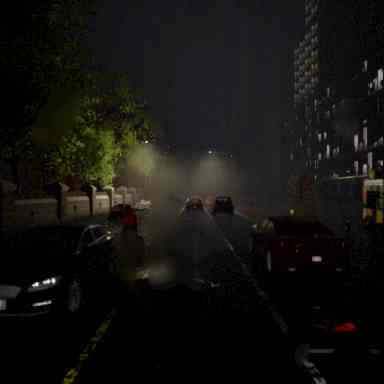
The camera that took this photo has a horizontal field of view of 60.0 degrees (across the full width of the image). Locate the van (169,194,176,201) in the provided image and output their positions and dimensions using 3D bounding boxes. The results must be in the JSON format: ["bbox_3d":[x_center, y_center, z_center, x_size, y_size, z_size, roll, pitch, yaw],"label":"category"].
[{"bbox_3d":[-5.130,1.426,88.790,1.690,1.788,3.998,0,0,0],"label":"van"}]

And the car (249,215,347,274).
[{"bbox_3d":[3.065,1.481,10.597,1.882,1.535,5.008,0,0,0],"label":"car"}]

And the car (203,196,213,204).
[{"bbox_3d":[3.107,1.588,66.207,1.887,1.381,4.507,0,0,0],"label":"car"}]

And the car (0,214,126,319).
[{"bbox_3d":[-3.054,1.493,7.633,2.128,1.511,4.902,0,0,0],"label":"car"}]

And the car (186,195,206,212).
[{"bbox_3d":[0.334,1.496,39.071,1.882,1.535,5.008,0,0,0],"label":"car"}]

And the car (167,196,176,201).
[{"bbox_3d":[-5.166,1.640,83.158,1.947,1.339,4.313,0,0,0],"label":"car"}]

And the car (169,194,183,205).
[{"bbox_3d":[-2.706,1.596,59.043,1.994,1.385,4.181,0,0,1],"label":"car"}]

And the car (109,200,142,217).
[{"bbox_3d":[-5.523,1.594,26.836,1.802,1.307,4.206,0,0,0],"label":"car"}]

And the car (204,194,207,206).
[{"bbox_3d":[3.037,1.554,55.114,1.752,1.417,4.829,0,0,0],"label":"car"}]

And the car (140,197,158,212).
[{"bbox_3d":[-5.452,1.569,38.102,2.008,1.369,4.403,0,0,0],"label":"car"}]

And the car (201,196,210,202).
[{"bbox_3d":[3.179,1.609,77.472,1.887,1.381,4.507,0,0,0],"label":"car"}]

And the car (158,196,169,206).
[{"bbox_3d":[-5.344,1.468,54.997,1.967,1.590,4.097,0,0,0],"label":"car"}]

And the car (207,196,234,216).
[{"bbox_3d":[2.893,1.330,32.415,2.192,1.841,5.009,0,0,0],"label":"car"}]

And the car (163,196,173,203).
[{"bbox_3d":[-5.237,1.636,71.892,1.802,1.307,4.206,0,0,0],"label":"car"}]

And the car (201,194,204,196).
[{"bbox_3d":[0.349,1.376,49.188,2.097,1.767,4.553,0,0,1],"label":"car"}]

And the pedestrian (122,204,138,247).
[{"bbox_3d":[-2.482,1.298,13.344,0.375,1.860,0.375,0,0,-3],"label":"pedestrian"}]

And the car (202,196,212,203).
[{"bbox_3d":[3.143,1.620,71.839,1.947,1.339,4.313,0,0,0],"label":"car"}]

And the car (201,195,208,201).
[{"bbox_3d":[3.252,1.611,88.906,1.752,1.417,4.829,0,0,0],"label":"car"}]

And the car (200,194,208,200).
[{"bbox_3d":[3.286,1.411,94.369,2.192,1.841,5.009,0,0,0],"label":"car"}]

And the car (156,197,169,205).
[{"bbox_3d":[-5.308,1.585,60.629,2.008,1.369,4.403,0,0,0],"label":"car"}]
